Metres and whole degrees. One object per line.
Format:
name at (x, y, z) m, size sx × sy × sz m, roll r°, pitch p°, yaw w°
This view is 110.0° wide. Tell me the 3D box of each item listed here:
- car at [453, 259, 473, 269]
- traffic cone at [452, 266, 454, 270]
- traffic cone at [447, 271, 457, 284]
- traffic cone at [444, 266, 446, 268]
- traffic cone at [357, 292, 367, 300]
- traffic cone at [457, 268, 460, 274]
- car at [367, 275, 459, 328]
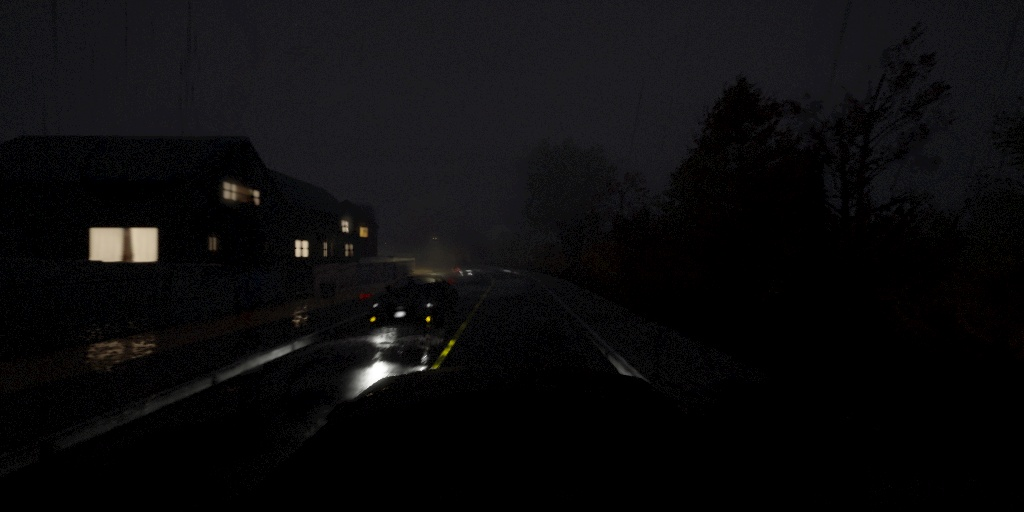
car at (-6.832, 1.079, 49.614) m, size 1.994 × 1.385 × 4.181 m, roll 0°, pitch 1°, yaw -24°
traffic cone at (-7.634, 1.515, 46.132) m, size 0.340 × 0.580 × 0.340 m, roll 0°, pitch 0°, yaw -20°
traffic cone at (-4.212, 1.508, 25.177) m, size 0.340 × 0.580 × 0.340 m, roll 0°, pitch 0°, yaw -22°
traffic cone at (-9.458, 1.441, 50.580) m, size 0.340 × 0.580 × 0.340 m, roll 0°, pitch 0°, yaw -25°
traffic cone at (-5.748, 1.232, 13.390) m, size 0.340 × 0.580 × 0.340 m, roll 0°, pitch 0°, yaw 42°
traffic cone at (-5.444, 1.434, 36.971) m, size 0.340 × 0.580 × 0.340 m, roll 0°, pitch 0°, yaw 12°
car at (-2.858, 1.304, 11.166) m, size 1.994 × 1.385 × 4.181 m, roll 0°, pitch 0°, yaw 0°
